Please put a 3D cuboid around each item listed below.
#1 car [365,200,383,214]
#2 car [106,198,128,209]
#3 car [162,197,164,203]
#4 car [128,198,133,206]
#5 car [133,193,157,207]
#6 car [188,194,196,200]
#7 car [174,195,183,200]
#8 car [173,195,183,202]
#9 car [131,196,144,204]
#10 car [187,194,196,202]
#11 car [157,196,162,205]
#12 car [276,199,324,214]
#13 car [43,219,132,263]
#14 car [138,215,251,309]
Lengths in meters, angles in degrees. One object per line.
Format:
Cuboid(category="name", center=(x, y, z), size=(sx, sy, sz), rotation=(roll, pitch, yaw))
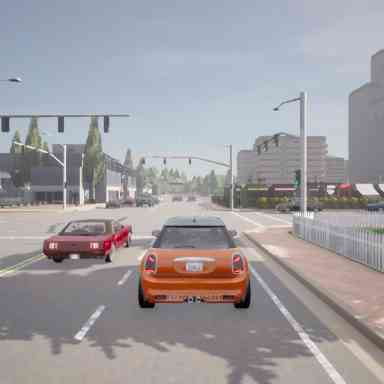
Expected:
Cuboid(category="car", center=(20.893, 1.478, 34.962), size=(5.008, 1.535, 1.882), rotation=(0, 0, -2))
Cuboid(category="car", center=(-10.628, 1.564, 46.287), size=(1.994, 1.385, 4.181), rotation=(0, 0, 0))
Cuboid(category="car", center=(-7.046, 1.524, 70.845), size=(1.812, 1.442, 4.674), rotation=(0, 0, 0))
Cuboid(category="car", center=(-10.622, 1.601, 55.049), size=(1.895, 1.301, 4.718), rotation=(0, 0, 0))
Cuboid(category="car", center=(-7.129, 1.221, 51.114), size=(2.150, 2.045, 5.566), rotation=(0, 0, 1))
Cuboid(category="car", center=(-0.057, 1.398, 87.667), size=(2.128, 1.511, 4.902), rotation=(0, 0, 0))
Cuboid(category="car", center=(-3.557, 1.425, 87.663), size=(1.994, 1.385, 4.181), rotation=(0, 0, 0))
Cuboid(category="car", center=(-3.551, 1.513, 77.708), size=(1.812, 1.442, 4.674), rotation=(0, 0, 0))
Cuboid(category="car", center=(-10.588, 1.564, 64.997), size=(1.994, 1.385, 4.181), rotation=(0, 0, 0))
Cuboid(category="car", center=(-0.051, 1.531, 77.391), size=(2.033, 1.411, 5.357), rotation=(0, 0, 0))
Cuboid(category="car", center=(-7.111, 1.564, 60.520), size=(1.994, 1.385, 4.181), rotation=(0, 0, 0))
Cuboid(category="car", center=(11.249, 1.491, 34.718), size=(4.902, 1.511, 2.128), rotation=(0, 0, -2))
Cuboid(category="car", center=(-3.424, 1.601, 11.949), size=(1.895, 1.301, 4.718), rotation=(0, 0, 0))
Cuboid(category="car", center=(0.059, 1.352, 8.056), size=(2.097, 1.767, 4.553), rotation=(0, 0, 0))
